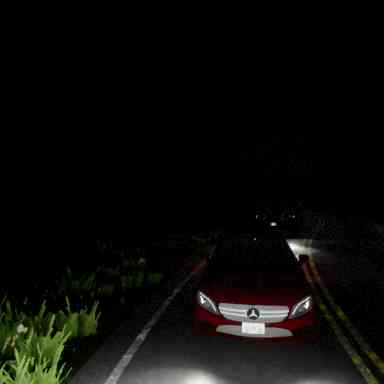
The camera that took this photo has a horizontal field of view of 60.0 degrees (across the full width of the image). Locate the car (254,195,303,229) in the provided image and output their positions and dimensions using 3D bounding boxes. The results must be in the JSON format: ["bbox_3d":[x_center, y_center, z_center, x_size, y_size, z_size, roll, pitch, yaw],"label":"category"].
[{"bbox_3d":[5.000,1.214,18.841,2.150,2.045,5.566,-2,-1,22],"label":"car"}]

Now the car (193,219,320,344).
[{"bbox_3d":[1.230,1.534,6.669,1.812,1.442,4.674,-1,0,11],"label":"car"}]
